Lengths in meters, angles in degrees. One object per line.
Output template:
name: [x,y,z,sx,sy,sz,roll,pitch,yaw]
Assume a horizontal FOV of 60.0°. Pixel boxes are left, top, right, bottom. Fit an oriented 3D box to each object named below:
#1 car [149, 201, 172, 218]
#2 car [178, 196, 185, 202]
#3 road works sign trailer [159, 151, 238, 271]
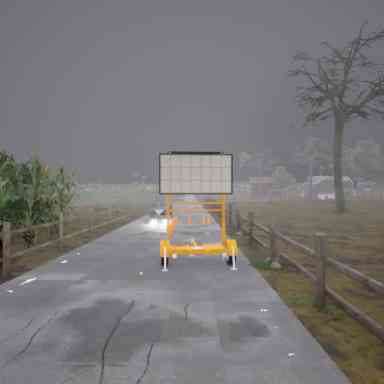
car: [-2.840,1.557,30.820,2.128,1.511,4.902,0,0,0]
car: [-2.720,1.943,87.308,1.837,1.490,4.892,0,-1,0]
road works sign trailer: [0.115,0.476,10.977,2.380,3.560,2.880,0,0,-5]
